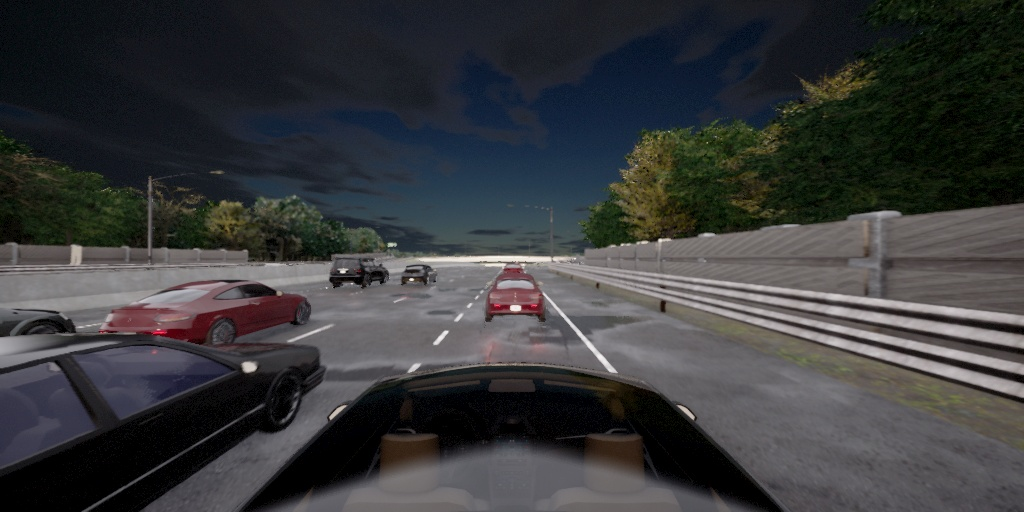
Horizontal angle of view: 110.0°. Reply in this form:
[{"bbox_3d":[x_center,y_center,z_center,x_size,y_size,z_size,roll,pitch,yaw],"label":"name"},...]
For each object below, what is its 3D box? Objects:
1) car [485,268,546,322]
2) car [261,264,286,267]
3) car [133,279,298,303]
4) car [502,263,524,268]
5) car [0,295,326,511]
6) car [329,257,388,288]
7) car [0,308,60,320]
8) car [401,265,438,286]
[{"bbox_3d":[0.105,1.309,12.353,1.812,1.442,4.674,0,0,0],"label":"car"},{"bbox_3d":[-21.069,1.430,31.480,1.812,1.442,4.674,0,-1,0],"label":"car"},{"bbox_3d":[-6.896,1.292,8.735,1.812,1.442,4.674,0,0,0],"label":"car"},{"bbox_3d":[0.116,1.391,32.796,1.882,1.535,5.008,0,0,0],"label":"car"},{"bbox_3d":[-3.499,1.298,2.492,2.033,1.411,5.357,0,0,0],"label":"car"},{"bbox_3d":[-10.389,1.083,24.707,2.150,2.045,5.566,0,0,0],"label":"car"},{"bbox_3d":[-10.398,1.321,5.935,1.994,1.385,4.181,0,0,0],"label":"car"},{"bbox_3d":[-6.888,1.381,27.023,1.837,1.490,4.892,0,0,0],"label":"car"}]
